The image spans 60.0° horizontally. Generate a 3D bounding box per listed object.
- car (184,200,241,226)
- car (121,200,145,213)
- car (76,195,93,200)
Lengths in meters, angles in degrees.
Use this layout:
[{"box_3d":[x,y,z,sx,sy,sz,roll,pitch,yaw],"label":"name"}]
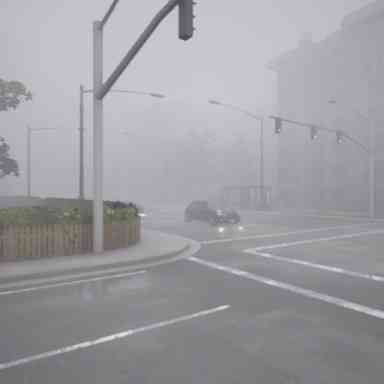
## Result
[{"box_3d":[1.394,1.354,23.869,2.097,1.767,4.553,0,0,-35],"label":"car"},{"box_3d":[-6.729,1.565,35.614,1.994,1.385,4.181,0,0,-35],"label":"car"},{"box_3d":[-15.982,1.220,49.146,1.837,1.490,4.892,0,0,-35],"label":"car"}]
